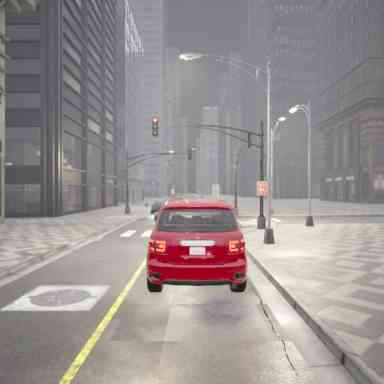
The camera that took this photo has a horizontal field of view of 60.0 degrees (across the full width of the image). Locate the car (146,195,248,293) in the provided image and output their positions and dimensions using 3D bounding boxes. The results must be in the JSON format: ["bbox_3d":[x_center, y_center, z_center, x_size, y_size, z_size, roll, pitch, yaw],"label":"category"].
[{"bbox_3d":[0.099,1.221,9.031,2.150,2.045,5.566,0,0,0],"label":"car"}]

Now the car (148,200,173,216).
[{"bbox_3d":[-3.109,1.548,34.065,2.033,1.411,5.357,0,0,0],"label":"car"}]

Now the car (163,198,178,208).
[{"bbox_3d":[-3.106,1.569,49.281,1.994,1.385,4.181,0,0,0],"label":"car"}]

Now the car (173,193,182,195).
[{"bbox_3d":[-3.019,1.235,69.124,2.150,2.045,5.566,0,0,0],"label":"car"}]
